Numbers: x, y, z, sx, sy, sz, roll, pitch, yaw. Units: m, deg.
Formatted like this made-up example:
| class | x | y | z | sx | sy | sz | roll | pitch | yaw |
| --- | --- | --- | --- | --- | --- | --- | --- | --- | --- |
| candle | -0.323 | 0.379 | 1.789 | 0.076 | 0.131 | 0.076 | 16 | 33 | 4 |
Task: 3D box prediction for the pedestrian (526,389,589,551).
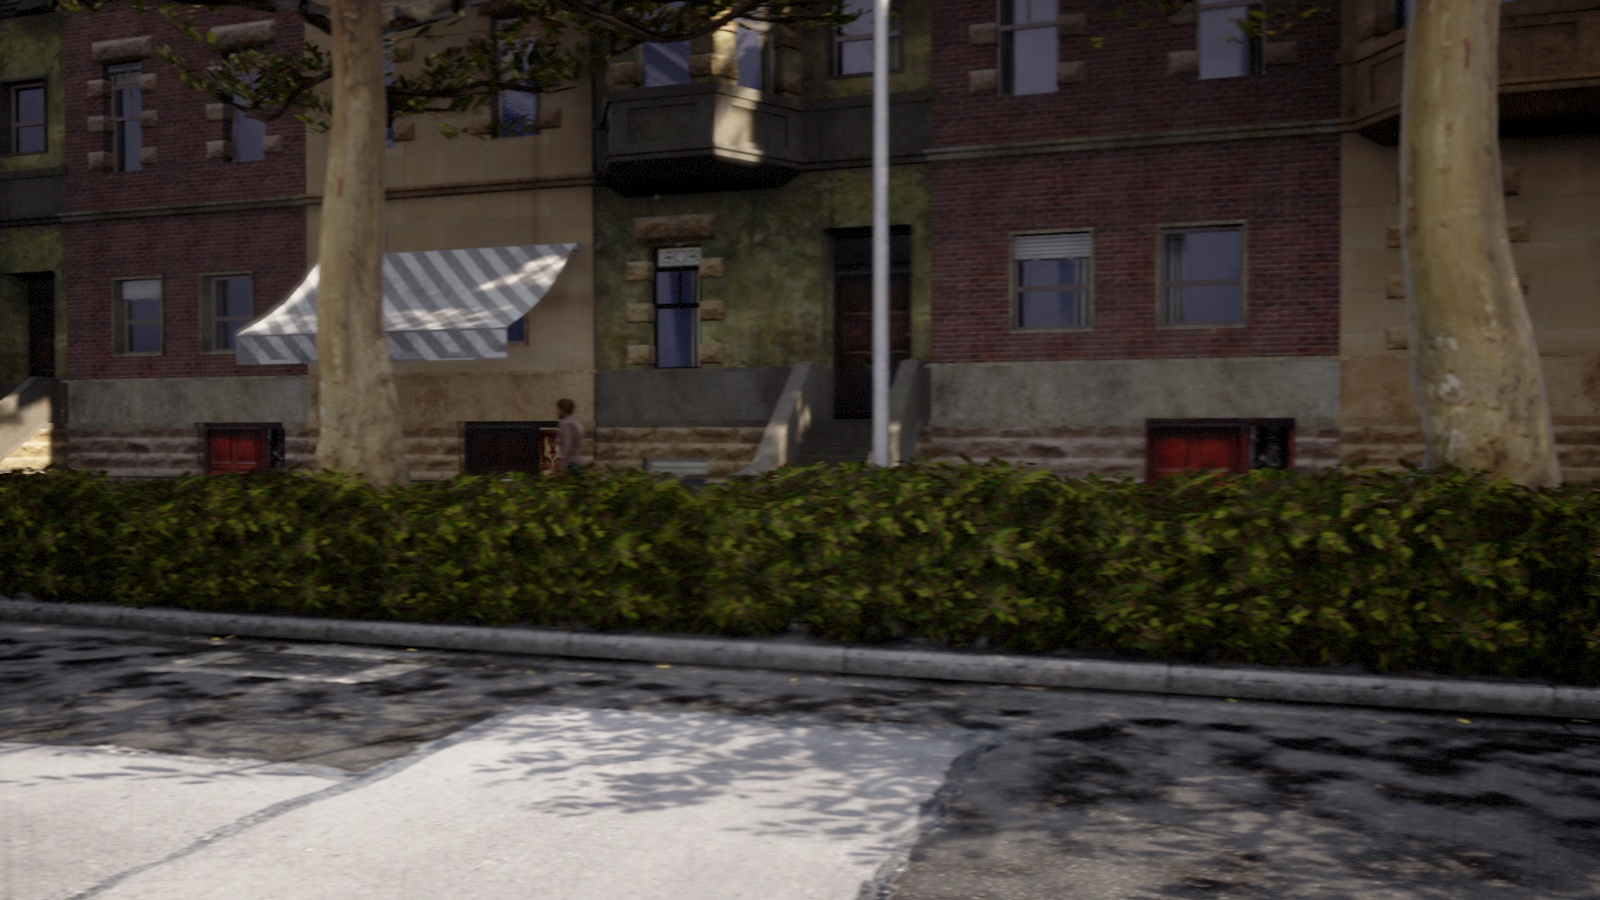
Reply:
| class | x | y | z | sx | sy | sz | roll | pitch | yaw |
| --- | --- | --- | --- | --- | --- | --- | --- | --- | --- |
| pedestrian | -2.820 | 0.225 | 14.590 | 0.634 | 1.846 | 0.331 | 1 | 1 | 19 |
